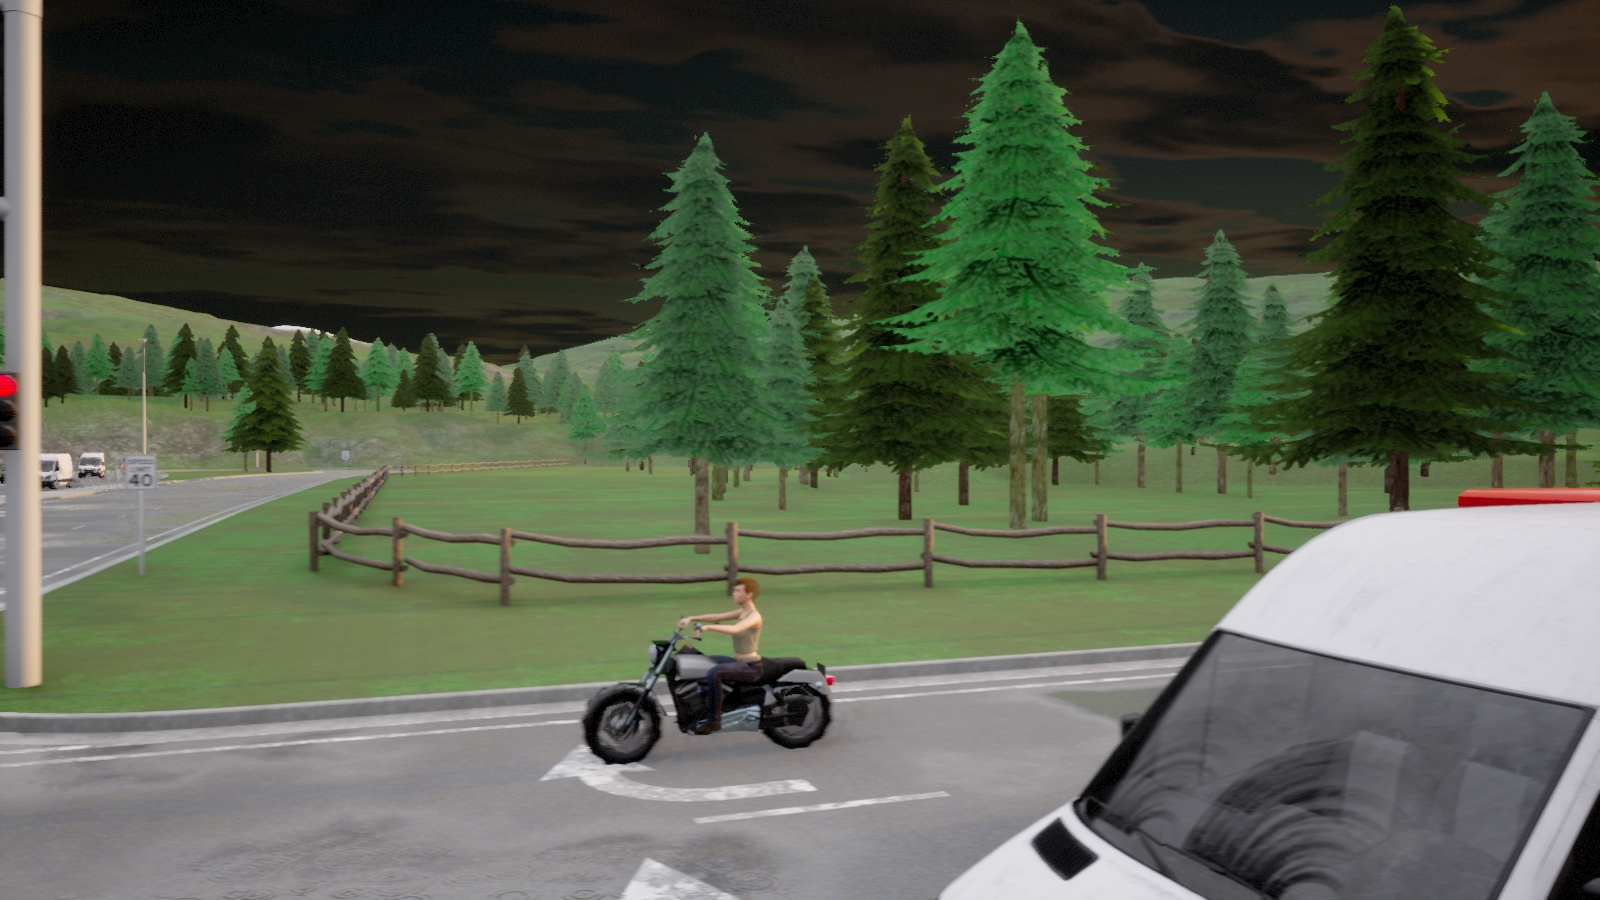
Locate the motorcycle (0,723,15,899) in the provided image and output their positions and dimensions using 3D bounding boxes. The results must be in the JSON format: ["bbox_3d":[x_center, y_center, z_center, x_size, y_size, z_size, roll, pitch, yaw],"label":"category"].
[{"bbox_3d":[-4.978,2.143,5.511,1.805,1.316,0.856,0,0,-20],"label":"motorcycle"}]

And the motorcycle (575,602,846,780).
[{"bbox_3d":[-0.814,2.152,10.467,2.356,1.307,0.764,0,0,-19],"label":"motorcycle"}]

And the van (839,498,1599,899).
[{"bbox_3d":[3.271,1.531,4.556,5.915,2.561,1.988,0,0,-20],"label":"van"}]
